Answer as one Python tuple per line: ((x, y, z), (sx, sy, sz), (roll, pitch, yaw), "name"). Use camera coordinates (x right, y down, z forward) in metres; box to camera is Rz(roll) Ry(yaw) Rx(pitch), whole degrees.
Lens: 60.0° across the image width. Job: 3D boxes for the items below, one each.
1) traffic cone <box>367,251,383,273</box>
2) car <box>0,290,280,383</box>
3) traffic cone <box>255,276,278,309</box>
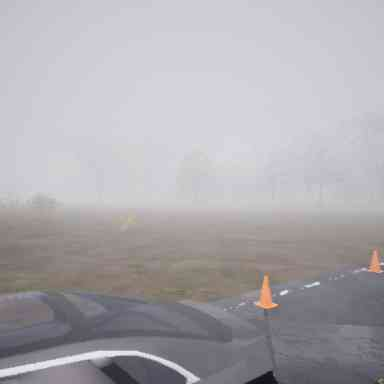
((5.391, 2.034, 9.778), (0.340, 0.580, 0.340), (1, 0, -39), "traffic cone")
((-1.584, 1.495, 1.804), (4.902, 1.511, 2.128), (0, 0, -36), "car")
((1.504, 2.001, 6.745), (0.340, 0.580, 0.340), (0, 0, -37), "traffic cone")
